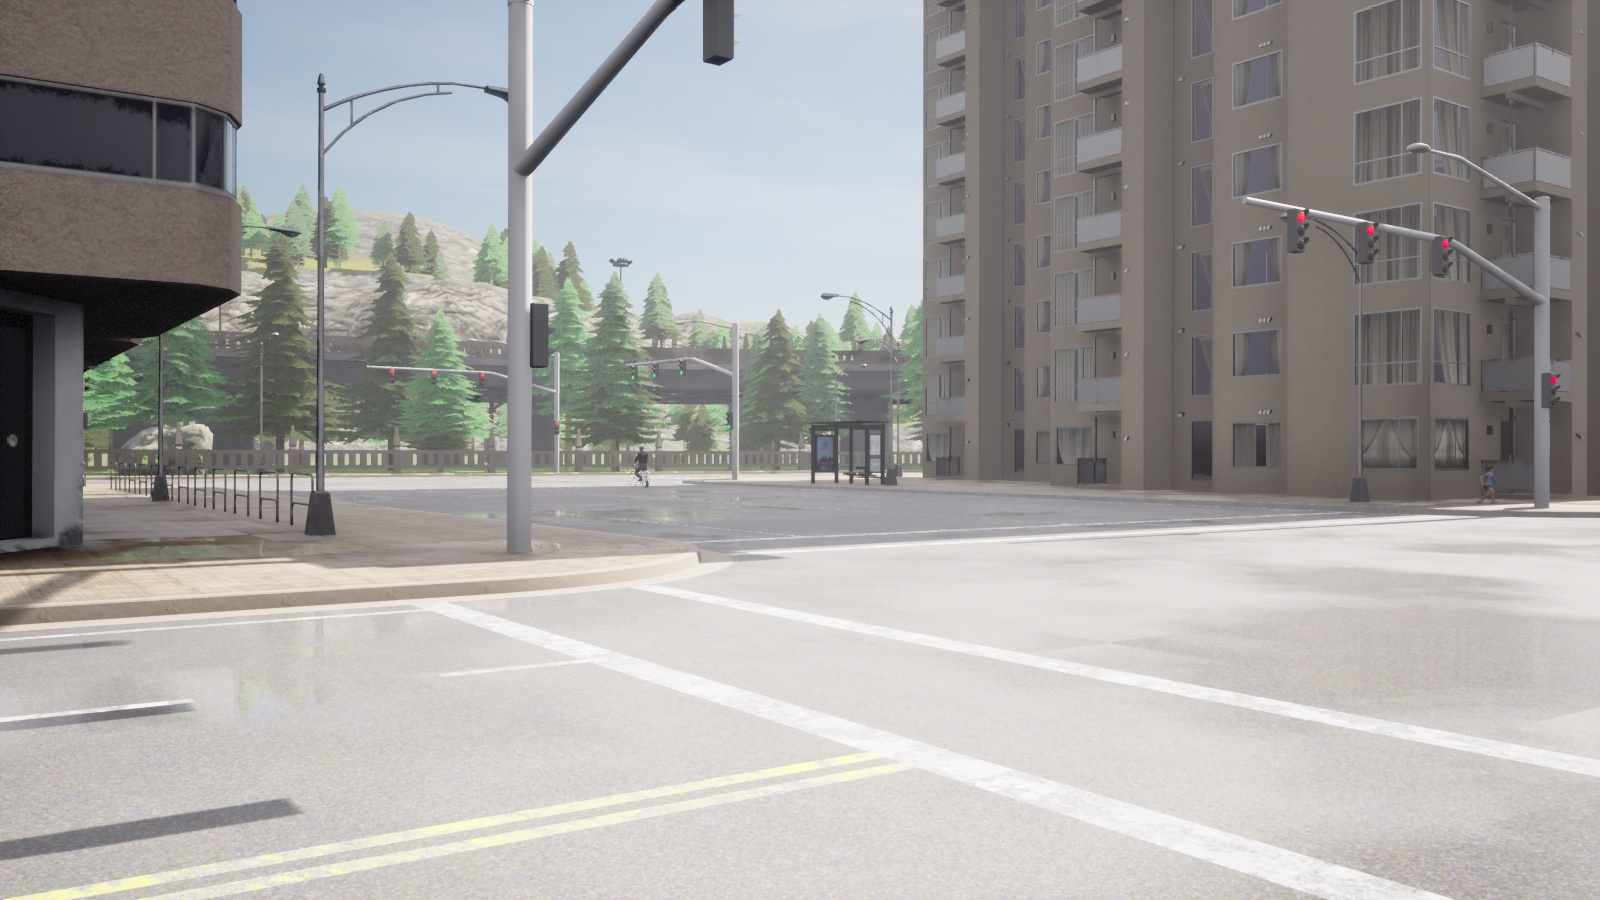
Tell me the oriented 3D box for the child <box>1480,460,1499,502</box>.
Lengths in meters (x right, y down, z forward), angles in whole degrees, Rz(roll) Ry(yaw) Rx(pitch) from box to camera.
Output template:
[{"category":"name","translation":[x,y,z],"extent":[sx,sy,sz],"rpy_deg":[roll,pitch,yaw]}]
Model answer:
[{"category":"child","translation":[18.588,0.827,33.857],"extent":[0.255,1.110,0.394],"rpy_deg":[0,0,-38]}]
